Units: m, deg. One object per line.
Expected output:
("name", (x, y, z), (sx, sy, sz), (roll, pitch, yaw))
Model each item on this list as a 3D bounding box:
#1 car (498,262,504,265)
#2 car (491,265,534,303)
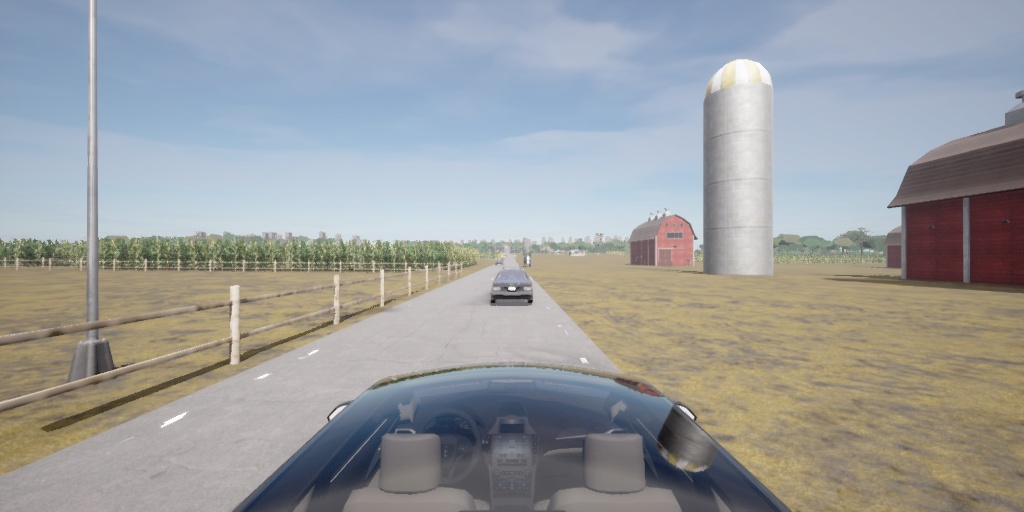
("car", (0.000, 1.412, 31.532), (1.895, 1.301, 4.718), (0, 0, 0))
("car", (0.000, 1.322, 16.501), (2.033, 1.411, 5.357), (0, 0, 0))
